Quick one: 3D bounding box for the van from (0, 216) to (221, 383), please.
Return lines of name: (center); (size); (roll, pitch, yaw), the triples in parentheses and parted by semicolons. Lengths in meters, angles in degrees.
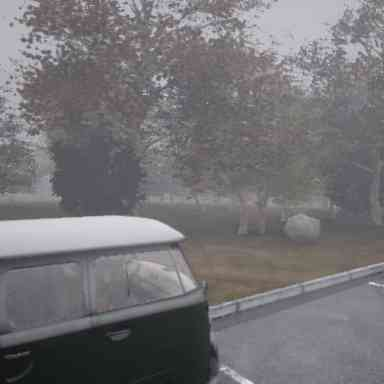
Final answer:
van: (-1.757, 1.254, 2.771); (4.442, 1.987, 1.878); (0, 1, -33)
